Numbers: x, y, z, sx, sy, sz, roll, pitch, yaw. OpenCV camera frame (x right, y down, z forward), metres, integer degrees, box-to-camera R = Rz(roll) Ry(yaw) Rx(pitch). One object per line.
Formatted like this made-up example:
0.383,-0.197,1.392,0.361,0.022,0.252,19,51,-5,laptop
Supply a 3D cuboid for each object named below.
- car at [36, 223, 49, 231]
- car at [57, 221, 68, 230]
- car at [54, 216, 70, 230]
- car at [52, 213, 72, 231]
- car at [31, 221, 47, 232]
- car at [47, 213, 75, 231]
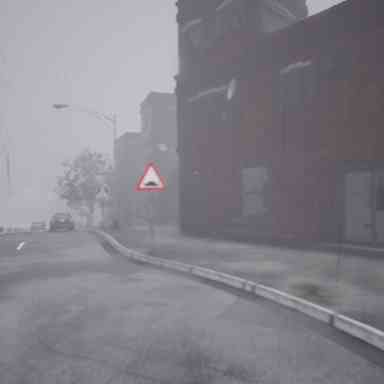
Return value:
-26.654,6.292,59.451,1.895,1.301,4.718,-1,-5,-21,car
-23.620,6.161,60.611,1.812,1.442,4.674,-1,-6,-21,car
-20.069,4.845,51.466,2.150,2.045,5.566,-1,-6,-22,car
-16.187,3.750,41.512,2.150,2.045,5.566,-1,-5,-21,car
-22.864,5.116,49.813,2.128,1.511,4.902,-1,-6,-21,car
-12.583,2.869,32.340,2.097,1.767,4.553,-1,-5,-21,car
